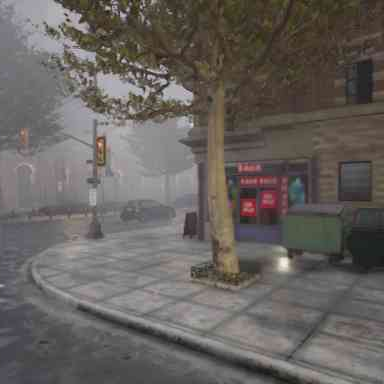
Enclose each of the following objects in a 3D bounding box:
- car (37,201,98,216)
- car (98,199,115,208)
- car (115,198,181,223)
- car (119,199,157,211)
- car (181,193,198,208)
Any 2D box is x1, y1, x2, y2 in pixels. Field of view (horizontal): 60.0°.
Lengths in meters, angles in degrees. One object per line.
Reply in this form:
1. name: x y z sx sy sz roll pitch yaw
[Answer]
1. car: -12.473 1.562 33.122 2.033 1.411 5.357 0 0 36
2. car: -11.975 1.613 45.089 1.895 1.301 4.718 0 0 36
3. car: -3.305 1.361 25.878 2.097 1.767 4.553 0 0 36
4. car: -6.576 1.615 41.206 1.895 1.301 4.718 0 0 36
5. car: -0.237 1.236 49.876 2.150 2.045 5.566 0 0 36
